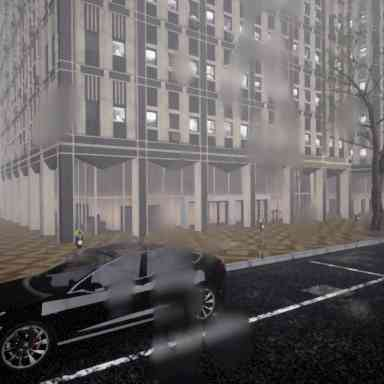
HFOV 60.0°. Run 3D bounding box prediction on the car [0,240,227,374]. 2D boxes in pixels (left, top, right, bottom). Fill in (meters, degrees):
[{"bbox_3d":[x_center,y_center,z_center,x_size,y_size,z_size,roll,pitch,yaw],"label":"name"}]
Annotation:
[{"bbox_3d":[-1.332,1.565,5.615,4.313,1.339,1.947,0,-1,-35],"label":"car"}]
